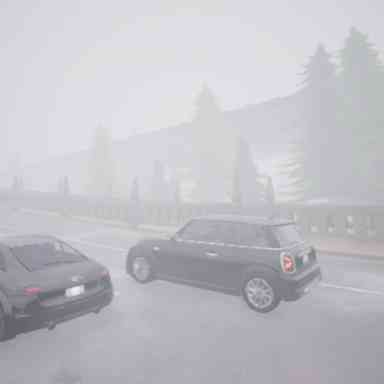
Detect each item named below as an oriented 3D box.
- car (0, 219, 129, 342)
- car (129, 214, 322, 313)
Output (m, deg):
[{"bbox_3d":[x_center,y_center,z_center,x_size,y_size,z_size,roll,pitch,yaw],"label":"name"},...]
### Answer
[{"bbox_3d":[-3.474,1.489,6.443,4.181,1.385,1.994,2,1,36],"label":"car"},{"bbox_3d":[0.531,1.321,7.862,4.553,1.767,2.097,1,1,36],"label":"car"}]
